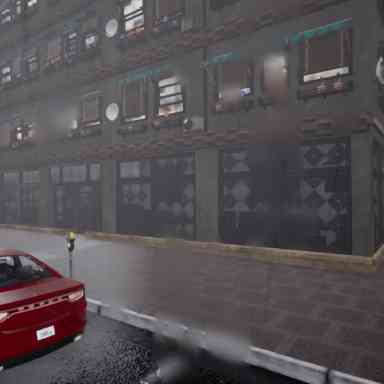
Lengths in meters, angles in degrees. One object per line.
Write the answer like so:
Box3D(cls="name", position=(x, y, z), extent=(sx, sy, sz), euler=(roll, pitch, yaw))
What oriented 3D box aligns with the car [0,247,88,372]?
Box3D(cls="car", position=(-3.557, 1.546, 5.267), extent=(4.507, 1.381, 1.887), euler=(0, -1, 36))
